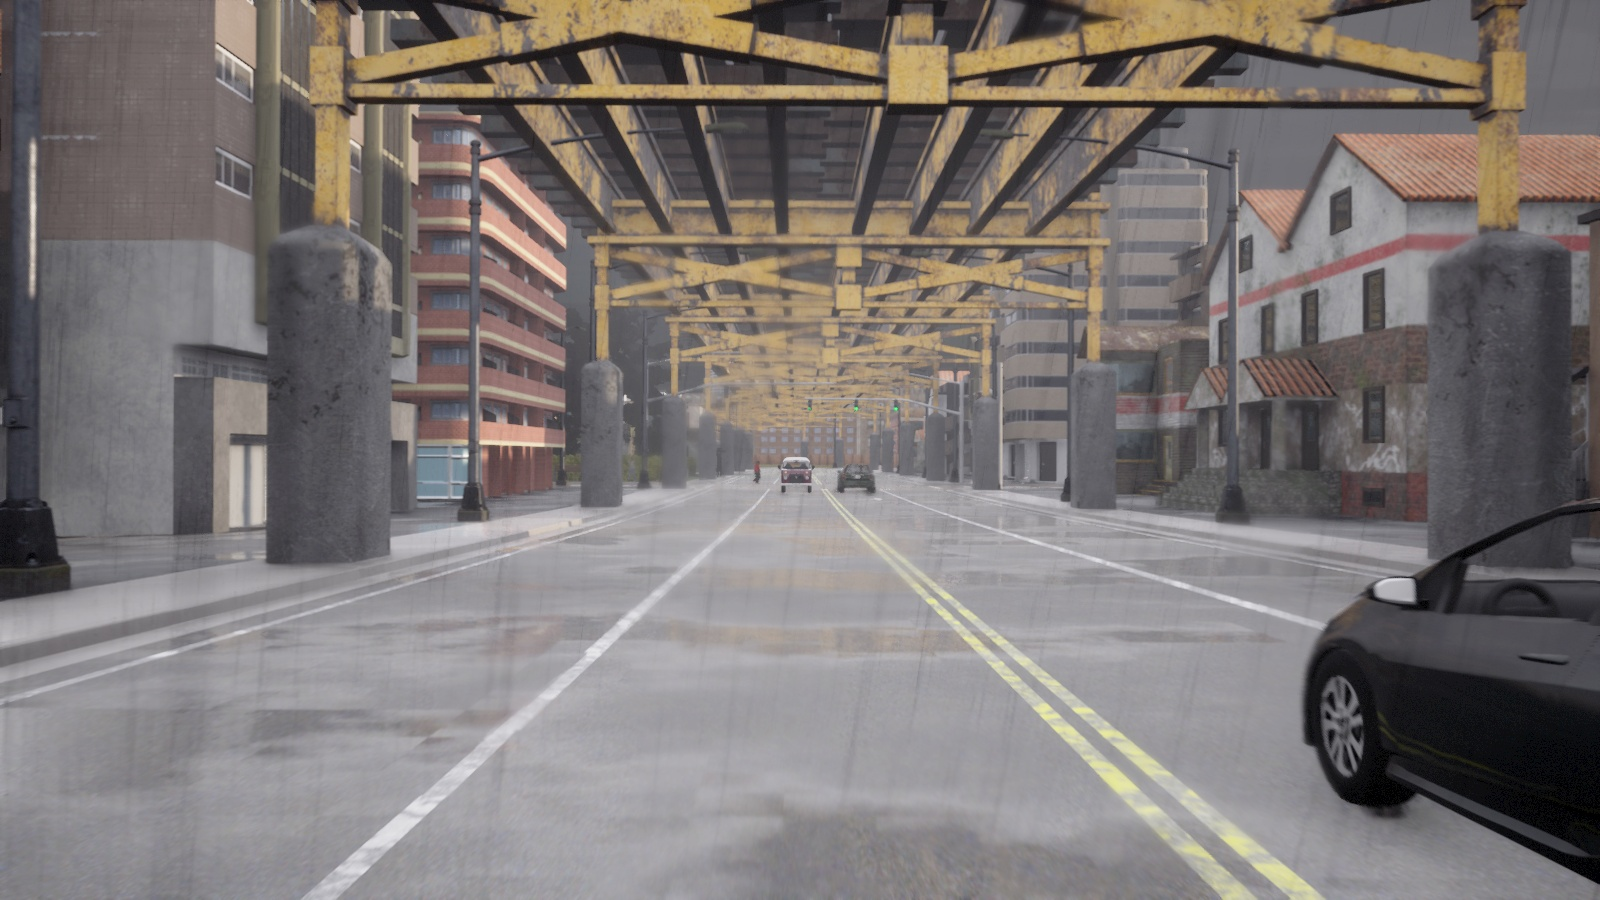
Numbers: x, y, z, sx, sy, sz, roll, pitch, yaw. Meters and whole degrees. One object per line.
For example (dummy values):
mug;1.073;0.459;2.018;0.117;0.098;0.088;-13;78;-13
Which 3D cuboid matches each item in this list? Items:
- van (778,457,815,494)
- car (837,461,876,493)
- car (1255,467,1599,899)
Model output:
van;-0.208;1.431;72.328;2.069;2.038;4.480;0;0;0
car;3.287;1.559;73.880;2.097;1.767;4.553;0;0;0
car;3.487;0.823;4.566;2.007;1.525;4.514;0;-1;0
